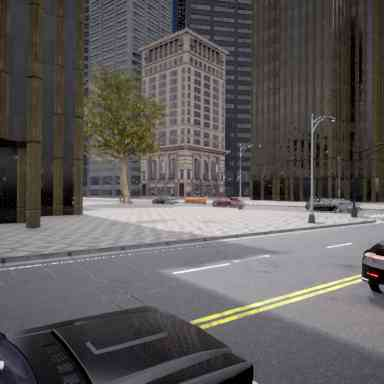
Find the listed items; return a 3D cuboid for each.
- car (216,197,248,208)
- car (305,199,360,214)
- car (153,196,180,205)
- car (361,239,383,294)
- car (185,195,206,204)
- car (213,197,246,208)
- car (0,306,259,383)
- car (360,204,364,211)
[{"bbox_3d":[5.817,1.509,48.962,1.812,1.442,4.674,1,-1,-41],"label":"car"},{"bbox_3d":[13.831,1.442,33.726,2.128,1.511,4.902,1,0,-35],"label":"car"},{"bbox_3d":[-4.689,1.440,56.001,2.128,1.511,4.902,1,-1,-42],"label":"car"},{"bbox_3d":[5.787,1.492,7.567,4.902,1.511,2.128,0,0,-35],"label":"car"},{"bbox_3d":[0.548,1.398,64.926,2.097,1.767,4.553,1,-1,-43],"label":"car"},{"bbox_3d":[4.830,1.477,45.106,1.812,1.442,4.674,1,-1,-40],"label":"car"},{"bbox_3d":[-1.733,1.601,2.205,4.718,1.301,1.895,0,0,-36],"label":"car"},{"bbox_3d":[16.111,1.477,36.309,2.128,1.511,4.902,1,0,-38],"label":"car"}]
